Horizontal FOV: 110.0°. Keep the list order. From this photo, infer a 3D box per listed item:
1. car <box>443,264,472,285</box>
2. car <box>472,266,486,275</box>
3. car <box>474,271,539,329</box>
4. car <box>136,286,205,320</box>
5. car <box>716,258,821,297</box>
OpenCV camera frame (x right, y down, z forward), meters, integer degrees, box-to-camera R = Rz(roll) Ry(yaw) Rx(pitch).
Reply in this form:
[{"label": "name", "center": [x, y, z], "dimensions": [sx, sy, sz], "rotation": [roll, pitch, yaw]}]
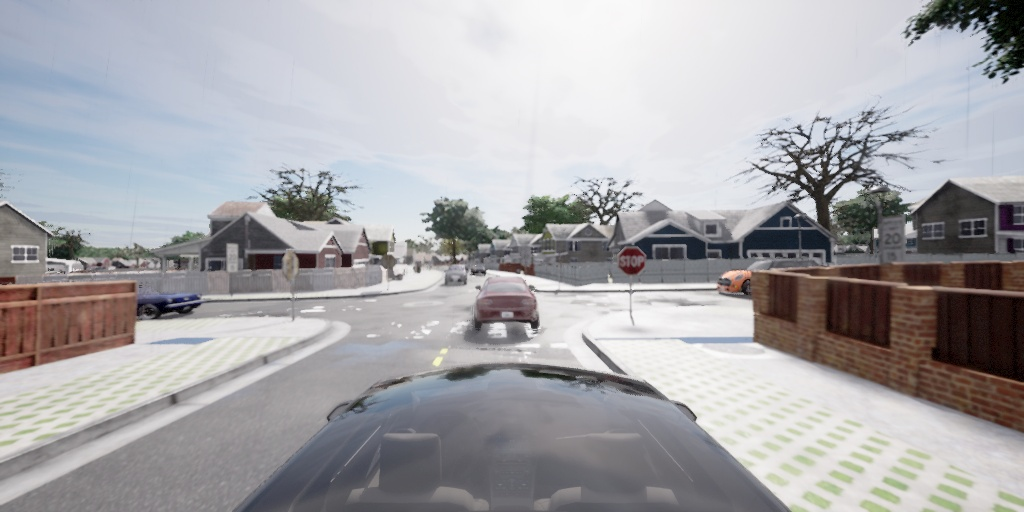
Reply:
[{"label": "car", "center": [-4.667, 1.595, 30.204], "dimensions": [2.128, 1.511, 4.902], "rotation": [0, -1, -7]}, {"label": "car", "center": [-4.785, 1.985, 50.189], "dimensions": [1.895, 1.301, 4.718], "rotation": [0, -1, -11]}, {"label": "car", "center": [-0.215, 1.379, 11.573], "dimensions": [1.812, 1.442, 4.674], "rotation": [0, -1, -2]}, {"label": "car", "center": [-15.184, 1.825, 14.122], "dimensions": [4.718, 1.301, 1.895], "rotation": [-1, 0, -6]}, {"label": "car", "center": [12.435, 0.942, 17.221], "dimensions": [4.553, 1.767, 2.097], "rotation": [-1, 0, 5]}]
